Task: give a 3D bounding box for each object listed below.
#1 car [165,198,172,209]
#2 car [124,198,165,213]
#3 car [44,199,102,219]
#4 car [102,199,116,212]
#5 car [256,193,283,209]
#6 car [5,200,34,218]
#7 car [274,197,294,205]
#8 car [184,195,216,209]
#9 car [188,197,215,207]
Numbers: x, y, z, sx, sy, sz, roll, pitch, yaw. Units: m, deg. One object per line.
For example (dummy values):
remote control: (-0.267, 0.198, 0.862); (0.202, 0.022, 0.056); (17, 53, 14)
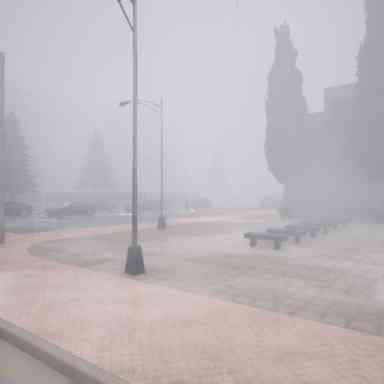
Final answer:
car: (-4.659, 1.505, 43.363); (1.837, 1.490, 4.892); (0, 0, 38)
car: (-5.438, 1.564, 36.612); (1.994, 1.385, 4.181); (0, 0, 38)
car: (-10.742, 1.526, 29.708); (1.812, 1.442, 4.674); (0, 0, 37)
car: (-10.424, 1.491, 35.890); (2.128, 1.511, 4.902); (0, 0, 38)
car: (11.278, 1.352, 46.526); (2.097, 1.767, 4.553); (0, 0, 38)
car: (-16.207, 1.505, 28.462); (1.837, 1.490, 4.892); (0, 0, 39)
car: (16.398, 1.564, 58.909); (1.994, 1.385, 4.181); (0, 0, 38)
car: (0.902, 1.505, 44.834); (1.837, 1.490, 4.892); (0, 0, 38)
car: (1.493, 1.564, 51.303); (1.994, 1.385, 4.181); (0, 0, 38)
